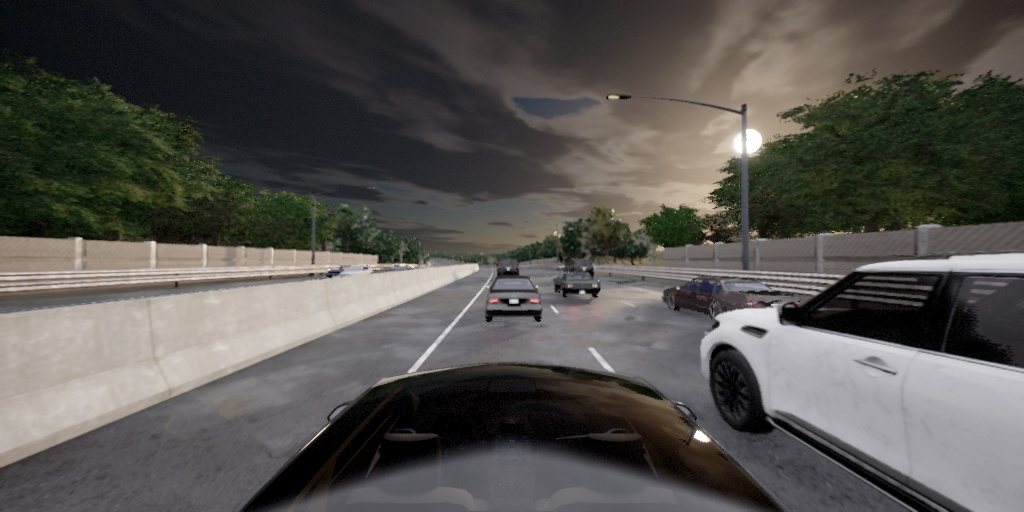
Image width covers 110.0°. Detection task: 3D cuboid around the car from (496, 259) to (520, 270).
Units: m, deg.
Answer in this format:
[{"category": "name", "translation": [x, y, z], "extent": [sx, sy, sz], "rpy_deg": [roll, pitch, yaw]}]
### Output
[{"category": "car", "translation": [-0.419, 1.332, 35.758], "extent": [2.150, 2.045, 5.566], "rpy_deg": [0, -1, -2]}]

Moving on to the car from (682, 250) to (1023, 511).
[{"category": "car", "translation": [3.590, 0.974, 2.419], "extent": [2.150, 2.045, 5.566], "rpy_deg": [0, 0, 0]}]

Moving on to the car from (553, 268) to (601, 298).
[{"category": "car", "translation": [3.439, 1.524, 19.926], "extent": [1.895, 1.301, 4.718], "rpy_deg": [0, -1, -1]}]

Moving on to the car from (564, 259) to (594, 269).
[{"category": "car", "translation": [6.582, 1.328, 35.792], "extent": [2.150, 2.045, 5.566], "rpy_deg": [0, -1, -2]}]

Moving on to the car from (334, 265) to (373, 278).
[{"category": "car", "translation": [-14.561, 1.622, 33.754], "extent": [1.812, 1.442, 4.674], "rpy_deg": [0, -1, -2]}]

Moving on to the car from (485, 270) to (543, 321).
[{"category": "car", "translation": [0.031, 1.391, 12.899], "extent": [2.033, 1.411, 5.357], "rpy_deg": [0, -1, -1]}]

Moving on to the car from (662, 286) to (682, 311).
[{"category": "car", "translation": [7.037, 1.379, 12.153], "extent": [2.033, 1.411, 5.357], "rpy_deg": [0, -1, -1]}]

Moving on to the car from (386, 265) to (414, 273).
[{"category": "car", "translation": [-11.112, 1.610, 35.762], "extent": [2.128, 1.511, 4.902], "rpy_deg": [0, -1, -2]}]

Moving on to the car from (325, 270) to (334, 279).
[{"category": "car", "translation": [-18.199, 1.764, 38.797], "extent": [1.895, 1.301, 4.718], "rpy_deg": [0, -1, -2]}]
